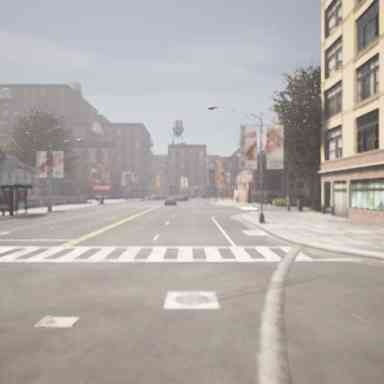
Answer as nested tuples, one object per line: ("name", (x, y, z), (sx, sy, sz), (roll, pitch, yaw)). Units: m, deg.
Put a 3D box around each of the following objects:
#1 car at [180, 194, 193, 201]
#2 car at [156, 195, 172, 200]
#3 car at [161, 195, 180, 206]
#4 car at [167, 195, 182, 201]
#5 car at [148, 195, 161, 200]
("car", (-1.986, 1.467, 78.651), (2.033, 1.411, 5.357), (0, 0, 16))
("car", (-7.725, 1.509, 92.241), (1.895, 1.301, 4.718), (0, 0, 30))
("car", (-3.476, 1.497, 54.702), (2.033, 1.411, 5.357), (0, 0, 0))
("car", (-4.334, 1.463, 83.050), (2.033, 1.411, 5.357), (0, 0, 19))
("car", (-9.890, 1.439, 86.935), (2.002, 1.452, 4.674), (0, 0, 20))
